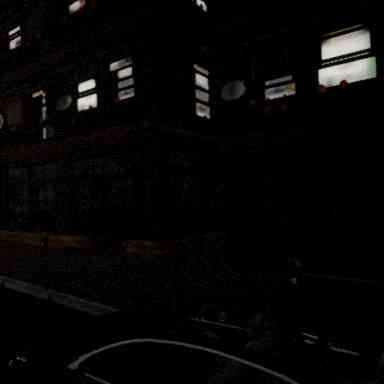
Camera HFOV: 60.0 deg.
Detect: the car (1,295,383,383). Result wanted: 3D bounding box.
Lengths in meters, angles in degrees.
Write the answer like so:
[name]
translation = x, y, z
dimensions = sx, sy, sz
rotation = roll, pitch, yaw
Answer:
[car]
translation = 0.201, 1.561, 2.599
dimensions = 4.403, 1.369, 2.008
rotation = -1, -2, 35
